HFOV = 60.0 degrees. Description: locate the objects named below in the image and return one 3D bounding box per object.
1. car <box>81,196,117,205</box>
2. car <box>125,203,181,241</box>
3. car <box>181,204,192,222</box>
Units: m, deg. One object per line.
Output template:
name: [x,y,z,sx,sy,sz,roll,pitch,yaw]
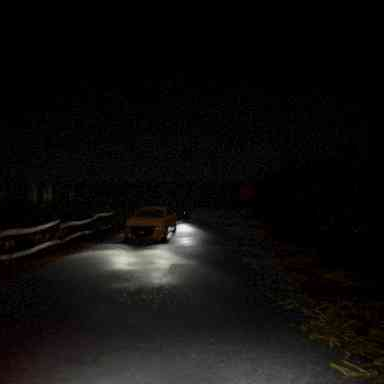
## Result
car: [-12.327,1.361,43.955,4.553,1.767,2.097,0,0,7]
car: [-1.953,1.481,16.850,1.882,1.535,5.008,0,0,5]
car: [-1.066,1.606,26.724,1.895,1.301,4.718,0,0,5]
